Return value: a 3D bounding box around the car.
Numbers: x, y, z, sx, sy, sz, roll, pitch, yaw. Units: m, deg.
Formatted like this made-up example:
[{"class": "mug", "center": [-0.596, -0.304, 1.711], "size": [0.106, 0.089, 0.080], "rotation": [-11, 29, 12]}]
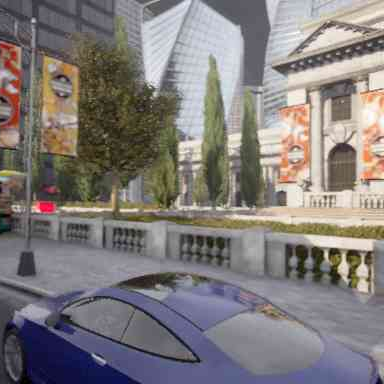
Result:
[{"class": "car", "center": [-0.437, 1.656, 3.712], "size": [4.674, 1.442, 1.812], "rotation": [-1, -3, 42]}]
